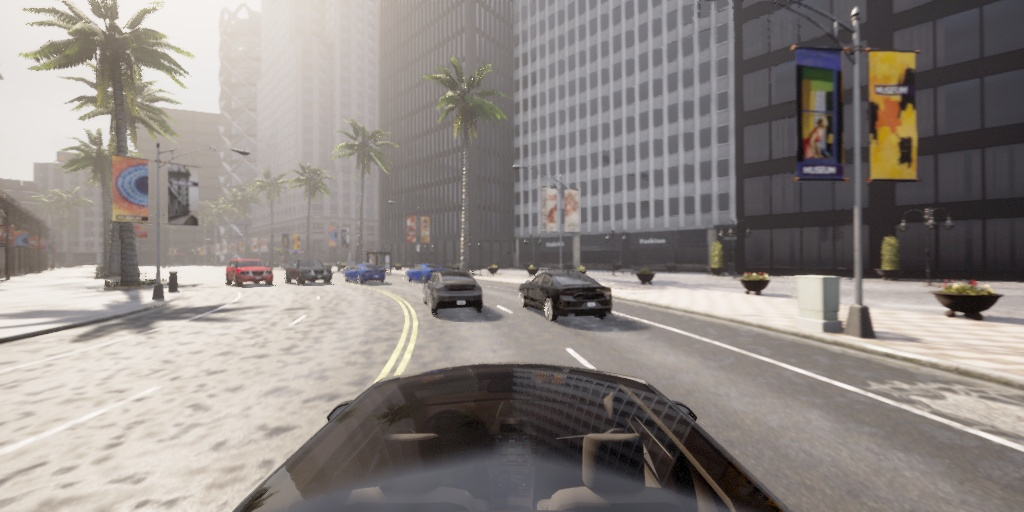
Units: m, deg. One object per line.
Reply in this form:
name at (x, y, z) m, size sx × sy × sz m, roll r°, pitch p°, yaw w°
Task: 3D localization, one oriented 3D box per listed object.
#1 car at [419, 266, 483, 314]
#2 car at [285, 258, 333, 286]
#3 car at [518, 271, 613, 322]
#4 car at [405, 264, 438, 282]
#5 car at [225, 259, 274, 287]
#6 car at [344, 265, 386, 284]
car at (-2.469, 1.333, 14.312) m, size 1.837 × 1.490 × 4.892 m, roll 0°, pitch 0°, yaw -19°
car at (-16.373, 1.212, 28.708) m, size 5.566 × 2.045 × 2.150 m, roll -1°, pitch -1°, yaw 44°
car at (1.659, 1.271, 12.778) m, size 1.882 × 1.535 × 5.008 m, roll 0°, pitch 0°, yaw -15°
car at (-6.955, 1.408, 29.015) m, size 1.882 × 1.535 × 5.008 m, roll 0°, pitch -1°, yaw -39°
car at (-20.240, 1.232, 27.542) m, size 5.566 × 2.045 × 2.150 m, roll -1°, pitch 0°, yaw 42°
car at (-12.250, 1.446, 29.648) m, size 1.882 × 1.535 × 5.008 m, roll 0°, pitch -1°, yaw -44°
